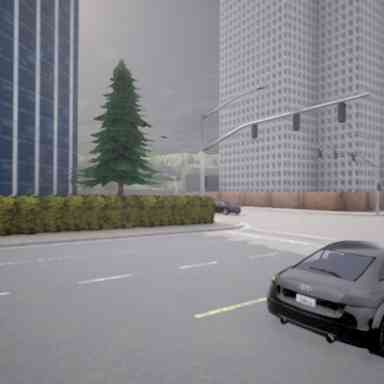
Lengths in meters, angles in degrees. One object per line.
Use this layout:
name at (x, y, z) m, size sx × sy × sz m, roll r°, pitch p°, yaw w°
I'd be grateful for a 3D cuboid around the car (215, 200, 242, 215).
car at (3.305, 1.669, 36.537) m, size 1.882 × 1.535 × 5.008 m, roll 1°, pitch 0°, yaw -35°

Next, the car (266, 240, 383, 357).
car at (3.349, 1.614, 6.159) m, size 4.181 × 1.385 × 1.994 m, roll 0°, pitch 0°, yaw -35°
